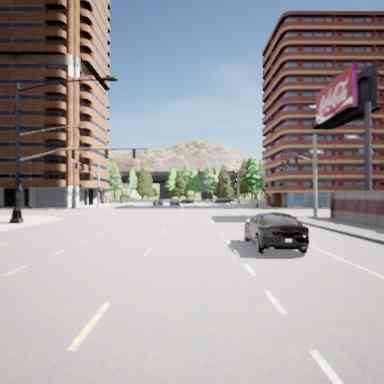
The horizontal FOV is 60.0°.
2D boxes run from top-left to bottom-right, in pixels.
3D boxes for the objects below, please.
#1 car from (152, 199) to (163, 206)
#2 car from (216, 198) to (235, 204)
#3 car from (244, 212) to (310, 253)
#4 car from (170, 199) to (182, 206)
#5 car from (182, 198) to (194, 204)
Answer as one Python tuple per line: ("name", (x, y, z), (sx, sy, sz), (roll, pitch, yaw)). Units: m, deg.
("car", (-7.041, 2.161, 68.500), (2.128, 1.511, 4.902), (0, 0, 0))
("car", (8.658, 2.280, 86.005), (4.902, 1.511, 2.128), (0, 0, -22))
("car", (3.496, 1.614, 14.482), (1.882, 1.535, 5.008), (0, 0, 0))
("car", (-3.542, 2.124, 68.571), (1.882, 1.535, 5.008), (0, 0, 0))
("car", (-1.140, 2.290, 84.826), (2.128, 1.511, 4.902), (0, -1, -27))
